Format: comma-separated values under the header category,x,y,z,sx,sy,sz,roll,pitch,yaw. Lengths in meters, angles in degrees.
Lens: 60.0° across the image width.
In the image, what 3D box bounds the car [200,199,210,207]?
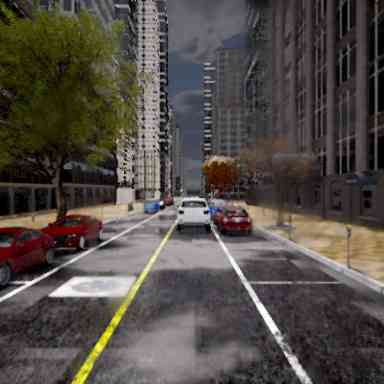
category,x,y,z,sx,sy,sz,roll,pitch,yaw
car,2.597,2.201,66.089,1.752,1.417,4.829,-1,-1,0

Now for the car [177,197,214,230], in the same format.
category,x,y,z,sx,sy,sz,roll,pitch,yaw
car,0.115,1.461,23.452,2.150,2.045,5.566,0,-1,0

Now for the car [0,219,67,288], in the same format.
category,x,y,z,sx,sy,sz,roll,pitch,yaw
car,-5.320,1.679,9.407,1.802,1.307,4.206,-1,-1,0

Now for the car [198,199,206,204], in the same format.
category,x,y,z,sx,sy,sz,roll,pitch,yaw
car,2.612,2.470,88.513,1.947,1.339,4.313,-1,-1,0

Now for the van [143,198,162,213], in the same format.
category,x,y,z,sx,sy,sz,roll,pitch,yaw
van,-5.301,1.785,43.300,1.690,1.788,3.998,-1,-1,0

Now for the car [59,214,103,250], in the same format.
category,x,y,z,sx,sy,sz,roll,pitch,yaw
car,-5.317,1.699,15.056,1.887,1.381,4.507,-1,-1,0

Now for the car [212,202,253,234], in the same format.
category,x,y,z,sx,sy,sz,roll,pitch,yaw
car,2.566,1.653,20.732,1.967,1.590,4.097,-1,-1,0

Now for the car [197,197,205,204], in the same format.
category,x,y,z,sx,sy,sz,roll,pitch,yaw
car,2.612,2.276,94.164,2.192,1.841,5.009,-1,-1,0

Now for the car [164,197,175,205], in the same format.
category,x,y,z,sx,sy,sz,roll,pitch,yaw
car,-5.279,2.104,77.191,2.192,1.841,5.009,-1,-1,0

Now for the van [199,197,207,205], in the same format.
category,x,y,z,sx,sy,sz,roll,pitch,yaw
van,2.601,2.130,77.218,1.690,1.788,3.998,-1,-1,0

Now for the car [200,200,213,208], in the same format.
category,x,y,z,sx,sy,sz,roll,pitch,yaw
car,2.593,2.167,60.271,2.008,1.369,4.403,-1,-1,0

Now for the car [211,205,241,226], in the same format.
category,x,y,z,sx,sy,sz,roll,pitch,yaw
car,2.571,1.815,26.379,1.887,1.381,4.507,-1,-1,0

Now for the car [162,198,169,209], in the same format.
category,x,y,z,sx,sy,sz,roll,pitch,yaw
car,-5.290,2.125,54.595,1.947,1.339,4.313,-1,-1,0

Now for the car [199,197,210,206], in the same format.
category,x,y,z,sx,sy,sz,roll,pitch,yaw
car,2.597,2.047,71.570,2.192,1.841,5.009,-1,-1,0

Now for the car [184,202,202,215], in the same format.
category,x,y,z,sx,sy,sz,roll,pitch,yaw
car,0.127,1.974,41.701,2.033,1.411,5.357,0,-1,0

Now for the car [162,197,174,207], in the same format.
category,x,y,z,sx,sy,sz,roll,pitch,yaw
car,-5.286,1.989,65.895,2.192,1.841,5.009,-1,-1,0

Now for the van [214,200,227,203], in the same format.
category,x,y,z,sx,sy,sz,roll,pitch,yaw
van,2.572,1.669,32.030,1.690,1.788,3.998,-1,-1,0
